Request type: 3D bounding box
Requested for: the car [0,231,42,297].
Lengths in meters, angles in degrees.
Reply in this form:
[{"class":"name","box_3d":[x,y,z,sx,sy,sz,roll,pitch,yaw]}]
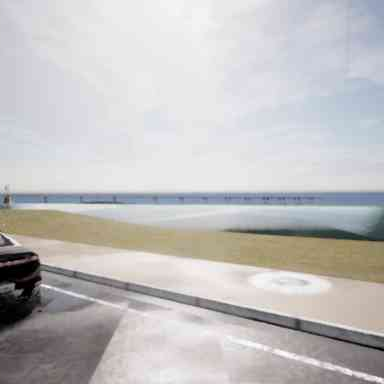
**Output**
[{"class":"car","box_3d":[-5.342,1.553,7.473,4.902,1.511,2.128,0,0,36]}]
